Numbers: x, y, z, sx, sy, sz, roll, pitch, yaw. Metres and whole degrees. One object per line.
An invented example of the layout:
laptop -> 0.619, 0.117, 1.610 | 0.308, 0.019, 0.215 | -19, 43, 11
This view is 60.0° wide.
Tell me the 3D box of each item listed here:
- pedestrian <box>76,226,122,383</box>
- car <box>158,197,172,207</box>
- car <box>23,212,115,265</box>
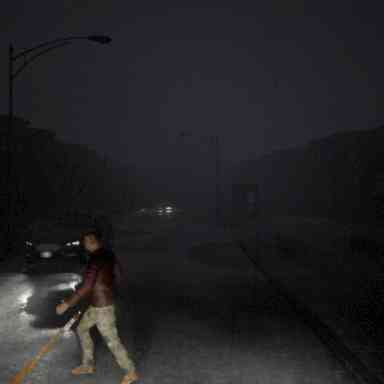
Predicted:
pedestrian -> -1.069, 1.294, 3.878 | 0.375, 1.860, 0.375 | 0, 0, 0
car -> -4.002, 1.489, 50.410 | 2.128, 1.511, 4.902 | 0, 0, 0
car -> -4.083, 1.491, 11.778 | 2.128, 1.511, 4.902 | 0, 0, 0
